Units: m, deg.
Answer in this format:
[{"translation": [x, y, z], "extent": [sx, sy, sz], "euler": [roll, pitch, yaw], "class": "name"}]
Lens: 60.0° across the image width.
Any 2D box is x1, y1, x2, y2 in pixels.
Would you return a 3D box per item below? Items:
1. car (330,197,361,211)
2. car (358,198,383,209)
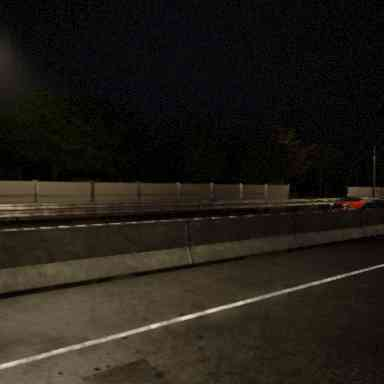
[{"translation": [17.952, 1.339, 38.241], "extent": [4.553, 1.767, 2.097], "euler": [0, 0, -35], "class": "car"}, {"translation": [20.051, 1.552, 35.442], "extent": [4.181, 1.385, 1.994], "euler": [0, 0, -35], "class": "car"}]
